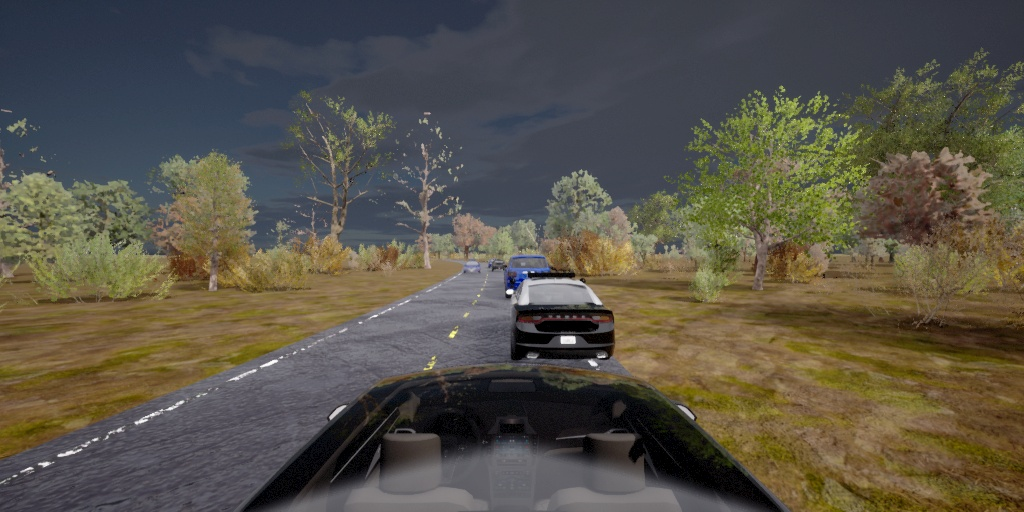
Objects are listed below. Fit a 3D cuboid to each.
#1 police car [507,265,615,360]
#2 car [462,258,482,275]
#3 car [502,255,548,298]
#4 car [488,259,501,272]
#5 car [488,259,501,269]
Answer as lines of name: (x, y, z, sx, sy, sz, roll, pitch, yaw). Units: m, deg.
police car: (0.899, 1.174, 8.463, 1.930, 1.638, 5.238, 0, 0, 0)
car: (-4.382, 1.275, 39.617, 1.812, 1.442, 4.674, 0, 0, -4)
car: (0.716, 0.972, 18.431, 2.150, 2.045, 5.566, 0, 0, -2)
car: (-1.787, 1.254, 46.959, 1.837, 1.490, 4.892, 0, 0, -5)
car: (-2.961, 1.230, 59.279, 1.882, 1.535, 5.008, 0, 0, -7)
